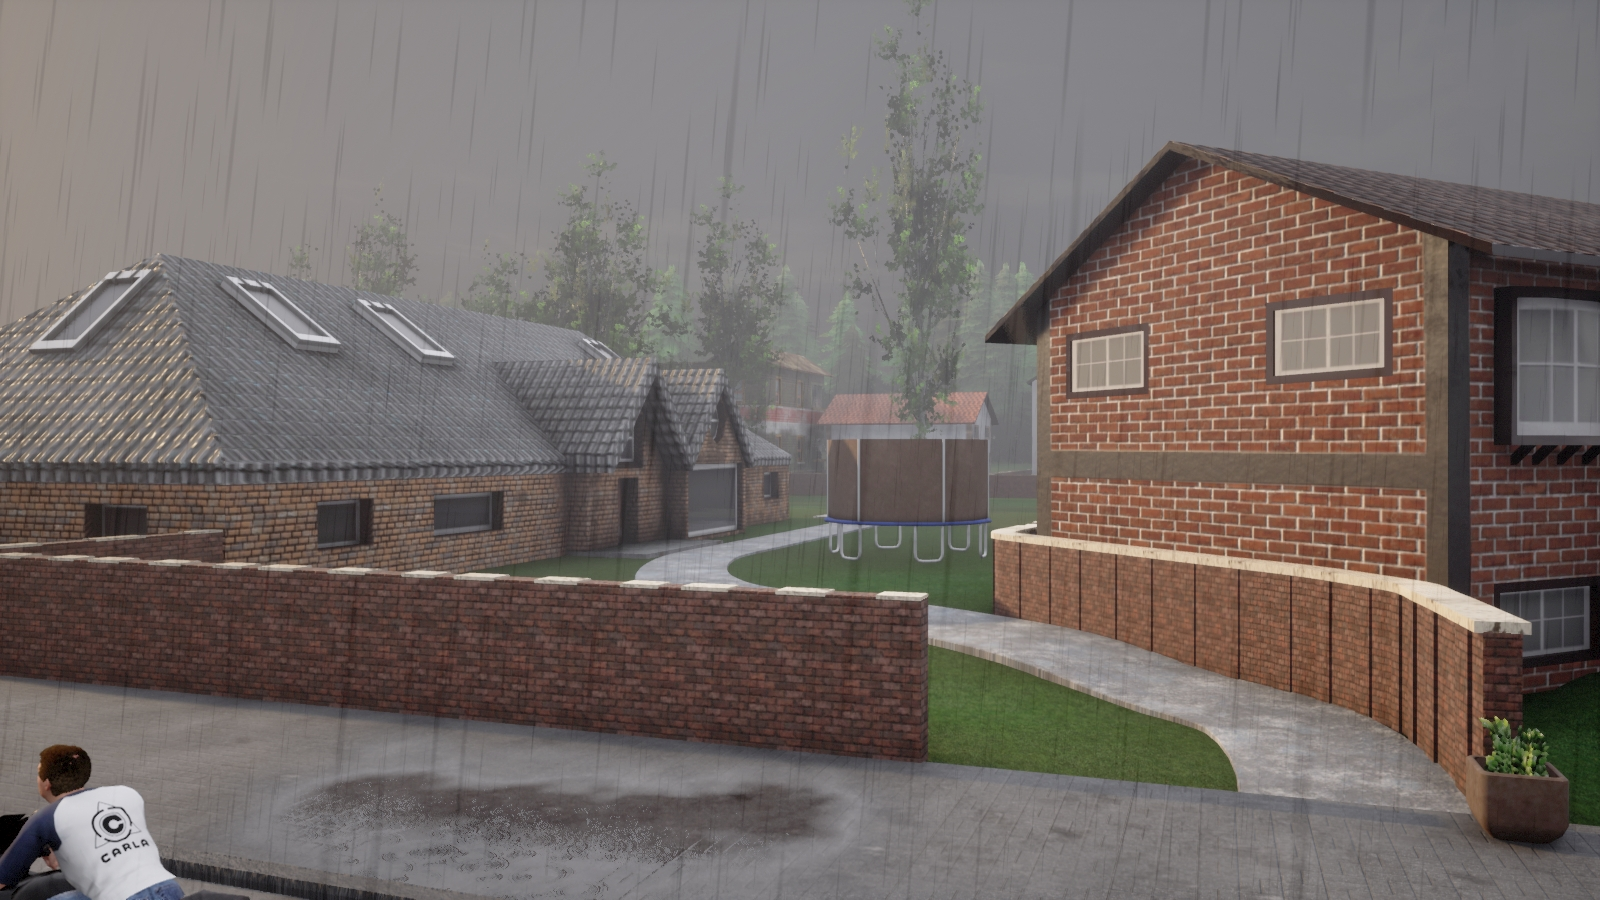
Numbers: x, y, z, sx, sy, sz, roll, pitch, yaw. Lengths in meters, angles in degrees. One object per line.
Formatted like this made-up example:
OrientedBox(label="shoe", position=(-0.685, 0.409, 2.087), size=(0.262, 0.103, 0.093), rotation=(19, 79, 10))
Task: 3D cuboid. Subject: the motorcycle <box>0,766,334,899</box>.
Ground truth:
OrientedBox(label="motorcycle", position=(-3.133, 2.188, 4.960), size=(2.033, 1.199, 0.803), rotation=(1, 0, 21))
